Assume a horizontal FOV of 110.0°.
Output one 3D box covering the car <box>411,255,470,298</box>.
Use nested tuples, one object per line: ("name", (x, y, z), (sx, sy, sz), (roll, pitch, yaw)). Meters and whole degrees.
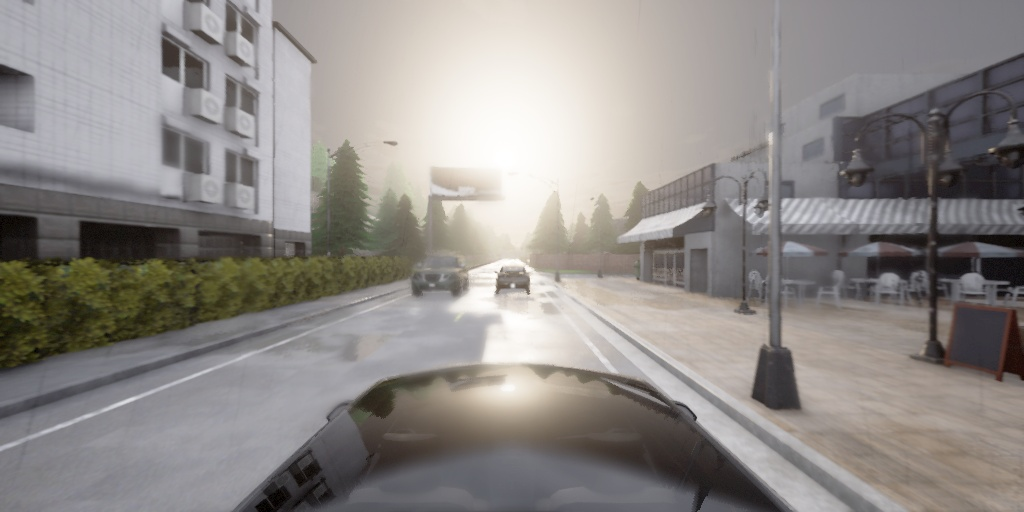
("car", (-3.515, 0.945, 18.637), (2.150, 2.045, 5.566), (0, 0, 1))

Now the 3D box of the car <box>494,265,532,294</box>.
("car", (0.056, 1.233, 20.202), (1.837, 1.490, 4.892), (0, 0, 0))
